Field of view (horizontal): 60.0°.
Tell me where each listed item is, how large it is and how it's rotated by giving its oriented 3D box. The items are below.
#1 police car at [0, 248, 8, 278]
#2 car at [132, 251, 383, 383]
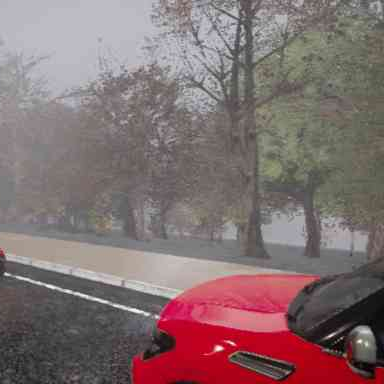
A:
[{"bbox_3d":[-6.794,1.535,8.408,4.974,1.542,2.038,0,0,36],"label":"police car"},{"bbox_3d":[2.137,1.219,2.037,5.566,2.045,2.150,0,0,36],"label":"car"}]
